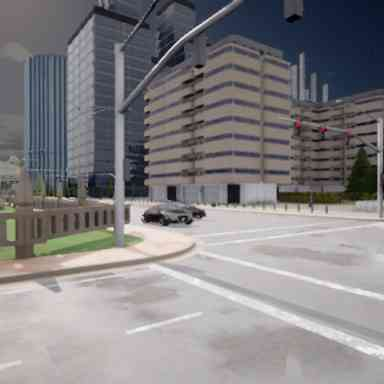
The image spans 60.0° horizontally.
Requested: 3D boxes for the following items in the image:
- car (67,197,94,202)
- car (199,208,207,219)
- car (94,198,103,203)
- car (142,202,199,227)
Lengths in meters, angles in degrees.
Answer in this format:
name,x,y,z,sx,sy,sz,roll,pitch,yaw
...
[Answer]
name,x,y,z,sx,sy,sz,roll,pitch,yaw
car,-13.787,1.457,39.524,2.128,1.511,4.902,0,0,-35
car,-1.039,1.503,27.644,2.033,1.411,5.357,0,0,-35
car,-13.597,1.481,45.319,1.812,1.442,4.674,0,0,-35
car,-1.707,1.530,22.550,1.994,1.385,4.181,0,0,-35
